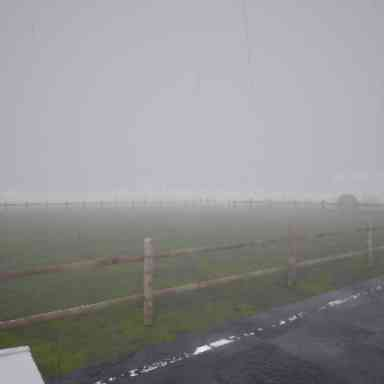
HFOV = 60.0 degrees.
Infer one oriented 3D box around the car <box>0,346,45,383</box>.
[{"bbox_3d":[-2.879,1.602,1.014,4.718,1.301,1.895,0,0,-36],"label":"car"}]
